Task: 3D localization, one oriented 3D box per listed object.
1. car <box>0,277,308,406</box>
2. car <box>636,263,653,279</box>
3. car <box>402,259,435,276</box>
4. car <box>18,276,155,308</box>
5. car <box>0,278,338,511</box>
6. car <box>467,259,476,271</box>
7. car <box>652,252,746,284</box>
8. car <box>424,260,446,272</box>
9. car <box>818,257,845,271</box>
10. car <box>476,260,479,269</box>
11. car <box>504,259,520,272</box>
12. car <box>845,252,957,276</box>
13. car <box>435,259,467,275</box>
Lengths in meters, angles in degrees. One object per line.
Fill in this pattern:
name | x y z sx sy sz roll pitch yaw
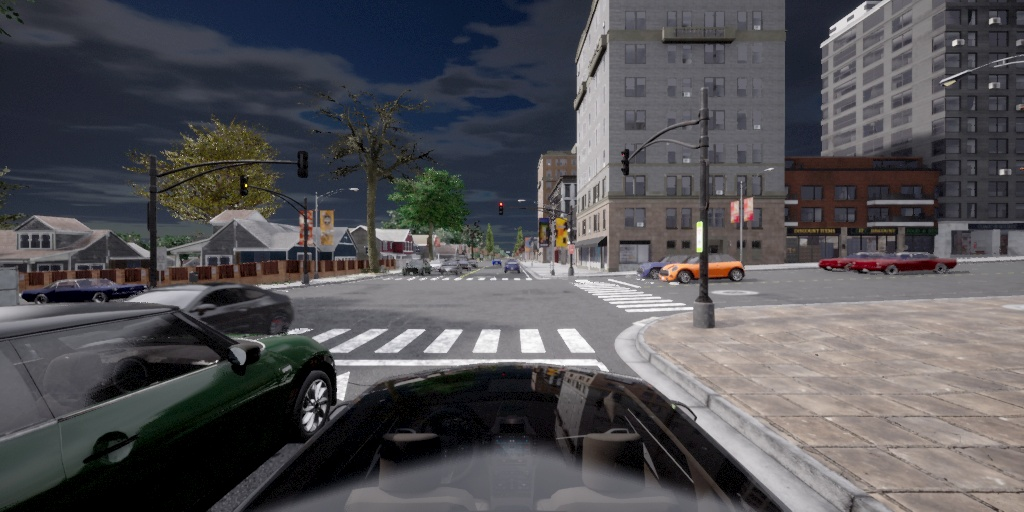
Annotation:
car | -6.426 1.277 7.160 1.812 1.442 4.674 0 0 4
car | 11.113 0.680 25.028 4.553 1.767 2.097 -2 0 2
car | -9.868 1.120 37.471 2.097 1.767 4.553 0 0 0
car | -21.627 1.806 18.370 4.718 1.301 1.895 -2 0 0
car | -3.151 1.102 2.482 2.097 1.767 4.553 0 0 0
car | -6.629 1.335 49.266 2.033 1.411 5.357 0 0 0
car | 11.364 0.680 21.707 4.553 1.767 2.097 -2 0 0
car | -9.878 1.307 46.454 1.812 1.442 4.674 0 0 0
car | 24.303 0.424 25.004 4.718 1.301 1.895 -2 0 0
car | -6.625 1.321 59.612 1.837 1.490 4.892 0 0 0
car | 0.038 1.306 45.796 1.812 1.442 4.674 0 0 0
car | 23.613 0.460 21.752 4.718 1.301 1.895 -2 0 0
car | -6.618 1.262 39.548 2.128 1.511 4.902 0 0 0
